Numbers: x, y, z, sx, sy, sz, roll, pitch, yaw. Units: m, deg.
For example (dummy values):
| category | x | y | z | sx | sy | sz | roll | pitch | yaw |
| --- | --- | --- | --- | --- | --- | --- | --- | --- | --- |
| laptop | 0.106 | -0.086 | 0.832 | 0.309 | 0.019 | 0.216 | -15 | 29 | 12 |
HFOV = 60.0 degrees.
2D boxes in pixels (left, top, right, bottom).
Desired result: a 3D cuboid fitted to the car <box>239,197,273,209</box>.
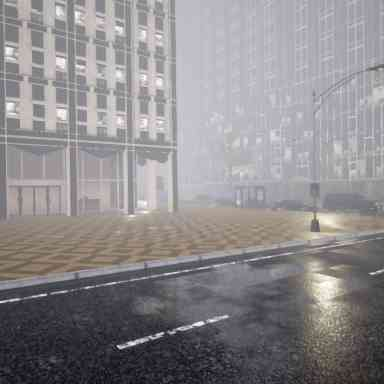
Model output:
| category | x | y | z | sx | sy | sz | roll | pitch | yaw |
| --- | --- | --- | --- | --- | --- | --- | --- | --- | --- |
| car | 8.089 | 1.388 | 40.359 | 1.802 | 1.307 | 4.206 | 0 | 1 | -35 |

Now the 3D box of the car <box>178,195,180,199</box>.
| category | x | y | z | sx | sy | sz | roll | pitch | yaw |
| --- | --- | --- | --- | --- | --- | --- | --- | --- | --- |
| car | -4.245 | 0.936 | 73.263 | 1.802 | 1.307 | 4.206 | 0 | 1 | -35 |

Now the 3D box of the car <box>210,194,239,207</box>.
| category | x | y | z | sx | sy | sz | roll | pitch | yaw |
| --- | --- | --- | --- | --- | --- | --- | --- | --- | --- |
| car | 4.915 | 1.319 | 45.074 | 1.947 | 1.339 | 4.313 | 0 | 1 | -35 |

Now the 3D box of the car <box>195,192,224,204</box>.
| category | x | y | z | sx | sy | sz | roll | pitch | yaw |
| --- | --- | --- | --- | --- | --- | --- | --- | --- | --- |
| car | 2.432 | 1.135 | 53.359 | 1.837 | 1.490 | 4.892 | -1 | 3 | -34 |

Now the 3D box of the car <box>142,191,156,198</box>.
| category | x | y | z | sx | sy | sz | roll | pitch | yaw |
| --- | --- | --- | --- | --- | --- | --- | --- | --- | --- |
| car | -10.689 | 0.686 | 82.625 | 1.967 | 1.590 | 4.097 | 0 | 1 | -35 |

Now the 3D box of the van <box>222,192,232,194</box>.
| category | x | y | z | sx | sy | sz | roll | pitch | yaw |
| --- | --- | --- | --- | --- | --- | --- | --- | --- | --- |
| van | 5.420 | 0.855 | 59.213 | 1.690 | 1.788 | 3.998 | 0 | 1 | -35 |

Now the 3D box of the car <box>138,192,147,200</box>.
| category | x | y | z | sx | sy | sz | roll | pitch | yaw |
| --- | --- | --- | --- | --- | --- | --- | --- | --- | --- |
| car | -11.149 | 1.039 | 68.513 | 2.008 | 1.369 | 4.403 | 0 | 1 | -35 |

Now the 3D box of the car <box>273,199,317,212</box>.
| category | x | y | z | sx | sy | sz | roll | pitch | yaw |
| --- | --- | --- | --- | --- | --- | --- | --- | --- | --- |
| car | 11.297 | 1.424 | 35.665 | 1.947 | 1.339 | 4.313 | 0 | 1 | -35 |

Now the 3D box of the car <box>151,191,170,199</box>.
| category | x | y | z | sx | sy | sz | roll | pitch | yaw |
| --- | --- | --- | --- | --- | --- | --- | --- | --- | --- |
| car | -7.467 | 0.615 | 77.941 | 2.192 | 1.841 | 5.009 | 0 | 1 | -35 |

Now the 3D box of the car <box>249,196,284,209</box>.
| category | x | y | z | sx | sy | sz | roll | pitch | yaw |
| --- | --- | --- | --- | --- | --- | --- | --- | --- | --- |
| car | 9.561 | 1.314 | 42.973 | 1.994 | 1.385 | 4.181 | -1 | 1 | -34 |

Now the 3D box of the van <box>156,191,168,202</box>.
| category | x | y | z | sx | sy | sz | roll | pitch | yaw |
| --- | --- | --- | --- | --- | --- | --- | --- | --- | --- |
| van | -4.705 | 0.937 | 59.146 | 1.690 | 1.788 | 3.998 | 0 | 1 | -35 |

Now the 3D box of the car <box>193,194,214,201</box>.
| category | x | y | z | sx | sy | sz | roll | pitch | yaw |
| --- | --- | --- | --- | --- | --- | --- | --- | --- | --- |
| car | 2.199 | 1.043 | 63.898 | 1.802 | 1.307 | 4.206 | 0 | 1 | -35 |

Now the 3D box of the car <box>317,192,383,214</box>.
| category | x | y | z | sx | sy | sz | roll | pitch | yaw |
| --- | --- | --- | --- | --- | --- | --- | --- | --- | --- |
| car | 16.030 | 1.079 | 33.560 | 2.150 | 2.045 | 5.566 | -1 | 1 | -35 |
